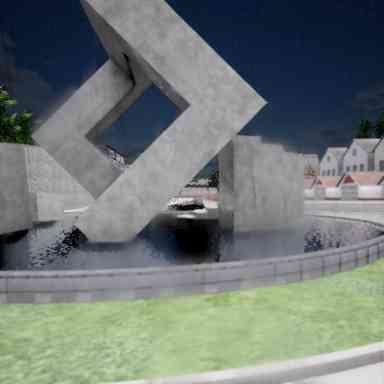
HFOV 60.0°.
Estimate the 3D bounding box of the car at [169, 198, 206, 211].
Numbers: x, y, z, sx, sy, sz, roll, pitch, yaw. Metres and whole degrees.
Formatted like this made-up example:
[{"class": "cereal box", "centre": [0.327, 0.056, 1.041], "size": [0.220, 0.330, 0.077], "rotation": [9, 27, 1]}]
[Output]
[{"class": "car", "centre": [-0.597, 1.943, 43.660], "size": [4.902, 1.511, 2.128], "rotation": [-1, -1, 8]}]
